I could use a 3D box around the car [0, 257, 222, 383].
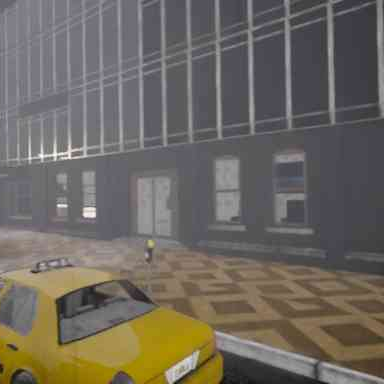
[{"bbox_3d":[-1.964,1.527,4.292,4.829,1.417,1.752,0,-1,35],"label":"car"}]
